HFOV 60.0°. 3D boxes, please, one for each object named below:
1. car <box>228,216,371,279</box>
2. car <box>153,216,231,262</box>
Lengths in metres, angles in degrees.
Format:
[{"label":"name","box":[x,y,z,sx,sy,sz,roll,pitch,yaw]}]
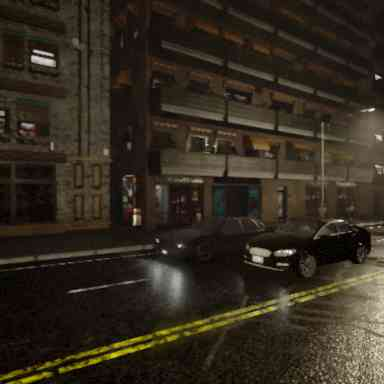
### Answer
[{"label":"car","box":[3.758,1.576,10.451,4.902,1.511,2.128,1,0,-36]},{"label":"car","box":[1.247,1.631,12.629,5.357,1.411,2.033,1,0,-36]}]
